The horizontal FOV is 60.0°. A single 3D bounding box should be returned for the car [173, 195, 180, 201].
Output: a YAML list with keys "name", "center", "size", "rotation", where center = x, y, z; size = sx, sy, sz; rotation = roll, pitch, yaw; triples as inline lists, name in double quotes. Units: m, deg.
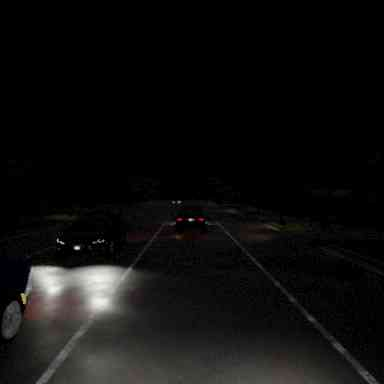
- name: "car"
  center: [-4.426, 1.771, 94.960]
  size: [2.097, 1.767, 4.553]
  rotation: [0, 0, -1]

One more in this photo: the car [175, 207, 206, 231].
- name: "car"
  center: [-0.092, 1.635, 21.216]
  size: [2.033, 1.411, 5.357]
  rotation: [0, 0, 0]

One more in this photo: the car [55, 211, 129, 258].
- name: "car"
  center: [-3.705, 1.562, 13.119]
  size: [1.837, 1.490, 4.892]
  rotation: [0, 0, 0]

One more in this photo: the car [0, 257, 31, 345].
- name: "car"
  center: [-3.622, 1.493, 3.564]
  size: [1.882, 1.535, 5.008]
  rotation: [0, 0, -1]

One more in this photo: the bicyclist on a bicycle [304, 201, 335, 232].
- name: "bicyclist on a bicycle"
  center: [6.724, 1.288, 17.522]
  size: [1.656, 1.620, 0.582]
  rotation: [0, 0, -1]
